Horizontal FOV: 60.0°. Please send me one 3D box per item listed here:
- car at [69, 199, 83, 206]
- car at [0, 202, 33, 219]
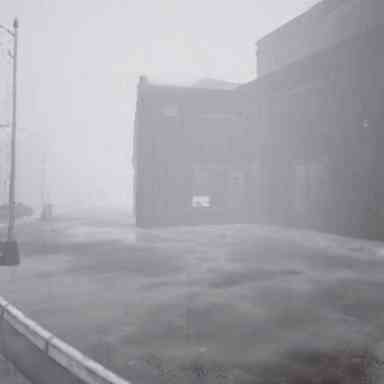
[{"bbox_3d":[-23.937,2.090,68.737,1.994,1.385,4.181,1,-1,-5],"label":"car"},{"bbox_3d":[-16.906,1.739,32.021,2.128,1.511,4.902,1,-1,-8],"label":"car"}]
